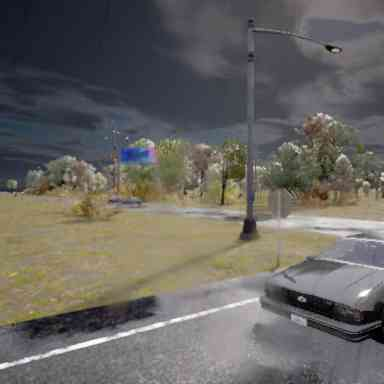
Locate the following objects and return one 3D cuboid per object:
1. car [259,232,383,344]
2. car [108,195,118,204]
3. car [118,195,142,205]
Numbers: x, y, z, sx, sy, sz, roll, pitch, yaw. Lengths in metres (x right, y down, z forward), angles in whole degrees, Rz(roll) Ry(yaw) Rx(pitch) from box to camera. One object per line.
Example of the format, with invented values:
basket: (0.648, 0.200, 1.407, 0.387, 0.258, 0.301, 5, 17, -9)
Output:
car: (3.789, 1.558, 6.583, 5.357, 1.411, 2.033, 0, 0, -35)
car: (-14.181, 1.268, 62.352, 2.097, 1.767, 4.553, 0, 0, -34)
car: (-10.212, 1.477, 56.459, 2.033, 1.411, 5.357, 0, 0, -33)
